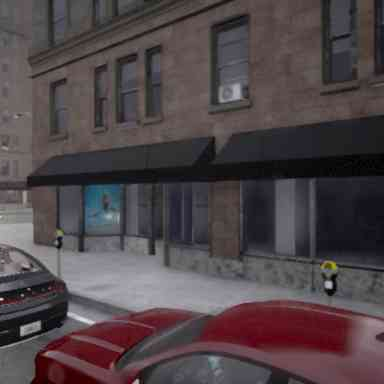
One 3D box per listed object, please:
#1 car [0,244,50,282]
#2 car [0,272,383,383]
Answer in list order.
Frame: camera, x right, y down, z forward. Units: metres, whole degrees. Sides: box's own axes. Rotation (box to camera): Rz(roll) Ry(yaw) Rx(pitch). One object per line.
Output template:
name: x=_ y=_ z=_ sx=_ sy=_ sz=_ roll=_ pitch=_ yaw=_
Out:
car: x=-3.884 y=1.553 z=5.630 sx=4.403 sy=1.369 sz=2.008 roll=0 pitch=0 yaw=36
car: x=0.585 y=1.545 z=2.439 sx=4.507 sy=1.381 sz=1.887 roll=0 pitch=0 yaw=36
